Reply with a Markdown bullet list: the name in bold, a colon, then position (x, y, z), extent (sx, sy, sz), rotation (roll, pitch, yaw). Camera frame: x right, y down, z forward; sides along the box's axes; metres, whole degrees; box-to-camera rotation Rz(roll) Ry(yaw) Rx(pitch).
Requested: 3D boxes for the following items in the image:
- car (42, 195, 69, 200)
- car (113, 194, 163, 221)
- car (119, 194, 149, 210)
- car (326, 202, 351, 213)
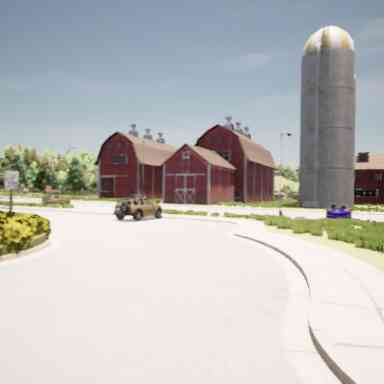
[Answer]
- **car**: position (-19.771, 1.210, 48.554), extent (1.816, 1.474, 4.193), rotation (1, 0, 27)
- **car**: position (-4.225, 1.281, 26.653), extent (1.932, 1.855, 4.605), rotation (1, 0, 27)
- **car**: position (-7.445, 1.250, 43.058), extent (1.905, 1.878, 3.866), rotation (1, 0, 27)
- **car**: position (14.221, 1.824, 32.277), extent (2.242, 1.667, 4.611), rotation (1, 0, 27)
